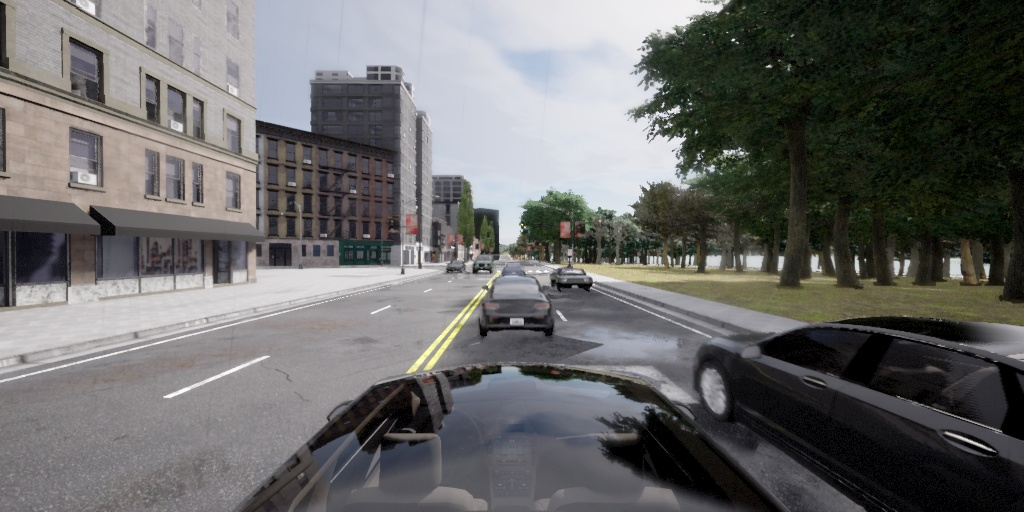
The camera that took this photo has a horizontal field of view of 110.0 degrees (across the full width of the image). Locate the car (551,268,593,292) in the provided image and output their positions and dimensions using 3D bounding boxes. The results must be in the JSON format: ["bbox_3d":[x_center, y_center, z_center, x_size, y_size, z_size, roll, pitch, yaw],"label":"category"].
[{"bbox_3d":[3.383,1.343,21.383,1.895,1.301,4.718,0,0,0],"label":"car"}]

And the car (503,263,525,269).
[{"bbox_3d":[0.144,1.301,30.111,1.994,1.385,4.181,0,0,0],"label":"car"}]

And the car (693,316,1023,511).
[{"bbox_3d":[3.350,1.253,2.888,1.837,1.490,4.892,0,0,0],"label":"car"}]

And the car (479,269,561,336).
[{"bbox_3d":[0.106,1.273,10.210,1.812,1.442,4.674,0,0,0],"label":"car"}]

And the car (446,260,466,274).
[{"bbox_3d":[-6.449,1.237,41.689,1.837,1.490,4.892,0,-1,1],"label":"car"}]

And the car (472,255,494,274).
[{"bbox_3d":[-3.211,0.953,40.588,2.150,2.045,5.566,0,0,1],"label":"car"}]
